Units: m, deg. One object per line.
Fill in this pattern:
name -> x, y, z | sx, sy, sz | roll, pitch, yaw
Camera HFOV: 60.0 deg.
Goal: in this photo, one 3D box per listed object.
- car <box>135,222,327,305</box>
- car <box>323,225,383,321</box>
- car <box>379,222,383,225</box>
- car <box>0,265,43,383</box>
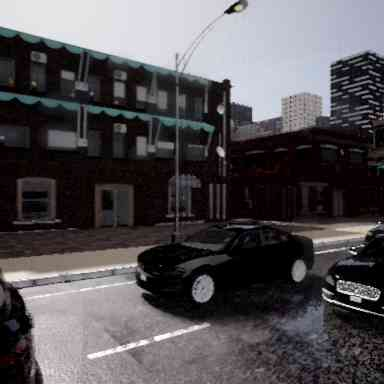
car -> 1.023, 1.550, 8.404 | 5.008, 1.535, 1.882 | 1, -1, -35
car -> 4.777, 1.607, 7.091 | 4.892, 1.490, 1.837 | 1, -1, -35
car -> 9.195, 1.765, 14.238 | 4.181, 1.385, 1.994 | 1, -1, -36
car -> -3.553, 1.193, 1.166 | 5.566, 2.045, 2.150 | 1, -1, -37
